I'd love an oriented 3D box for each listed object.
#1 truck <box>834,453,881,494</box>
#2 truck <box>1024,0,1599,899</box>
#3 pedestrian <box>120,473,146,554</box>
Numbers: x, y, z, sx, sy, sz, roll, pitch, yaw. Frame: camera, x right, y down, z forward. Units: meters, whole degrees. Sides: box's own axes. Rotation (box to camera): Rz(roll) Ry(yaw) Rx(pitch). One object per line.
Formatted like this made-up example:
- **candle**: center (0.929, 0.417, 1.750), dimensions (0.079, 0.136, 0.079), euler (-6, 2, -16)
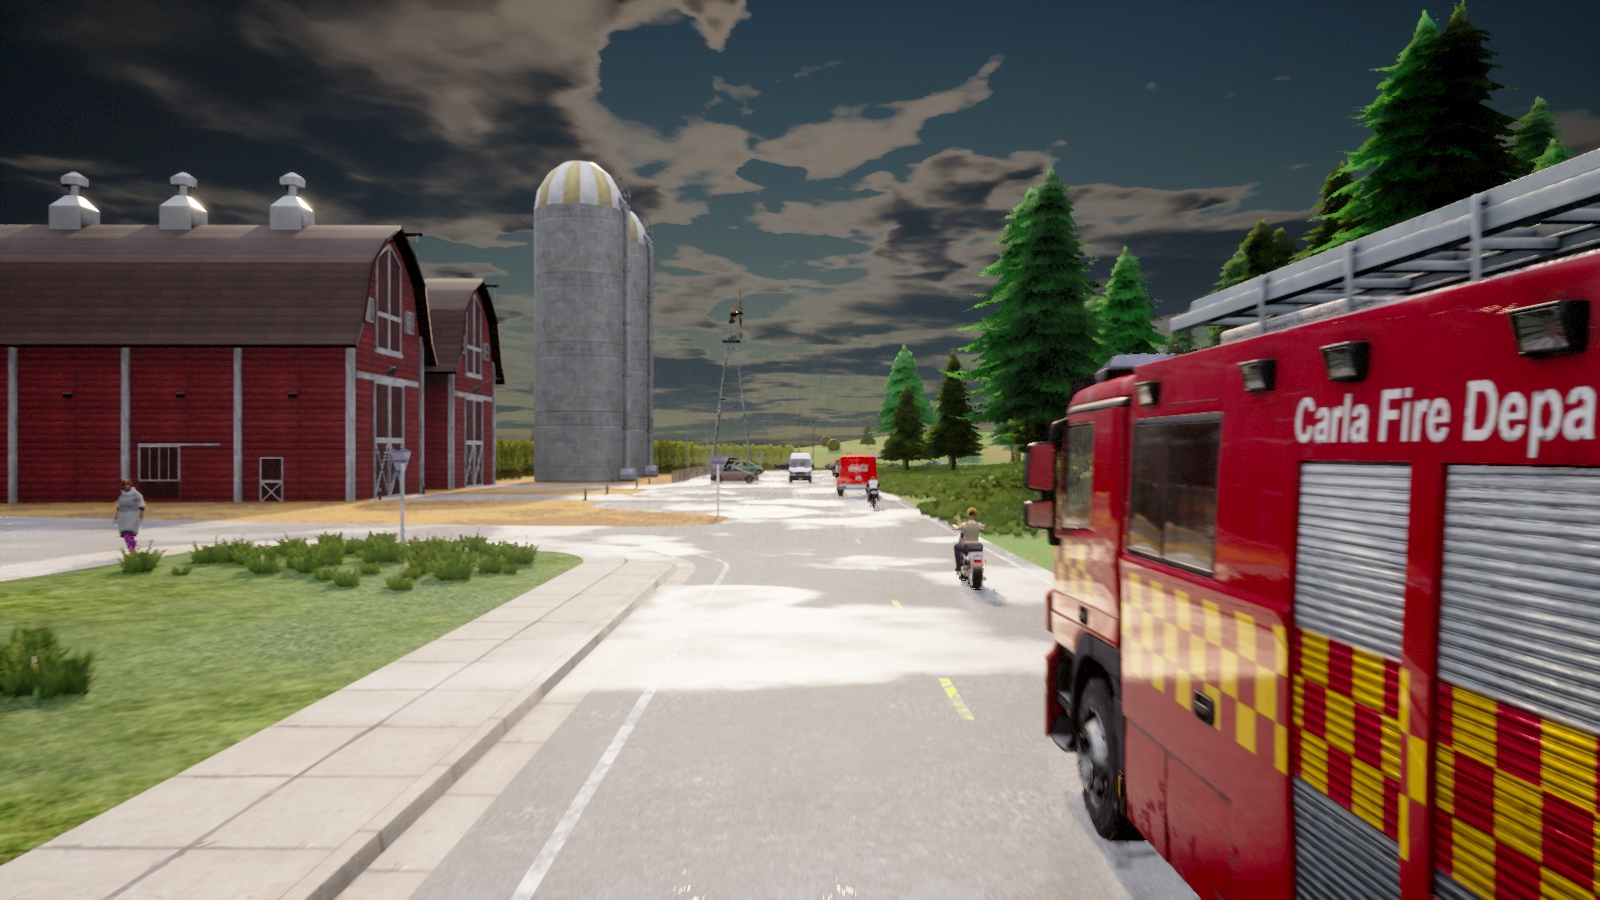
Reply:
- **truck**: center (3.528, 1.428, 71.181), dimensions (2.627, 2.467, 5.204), euler (0, 0, 0)
- **truck**: center (3.500, 0.750, 6.213), dimensions (2.891, 3.827, 8.468), euler (0, 0, 0)
- **pedestrian**: center (-15.552, 1.470, 26.630), dimensions (0.375, 1.860, 0.375), euler (0, 0, 6)
